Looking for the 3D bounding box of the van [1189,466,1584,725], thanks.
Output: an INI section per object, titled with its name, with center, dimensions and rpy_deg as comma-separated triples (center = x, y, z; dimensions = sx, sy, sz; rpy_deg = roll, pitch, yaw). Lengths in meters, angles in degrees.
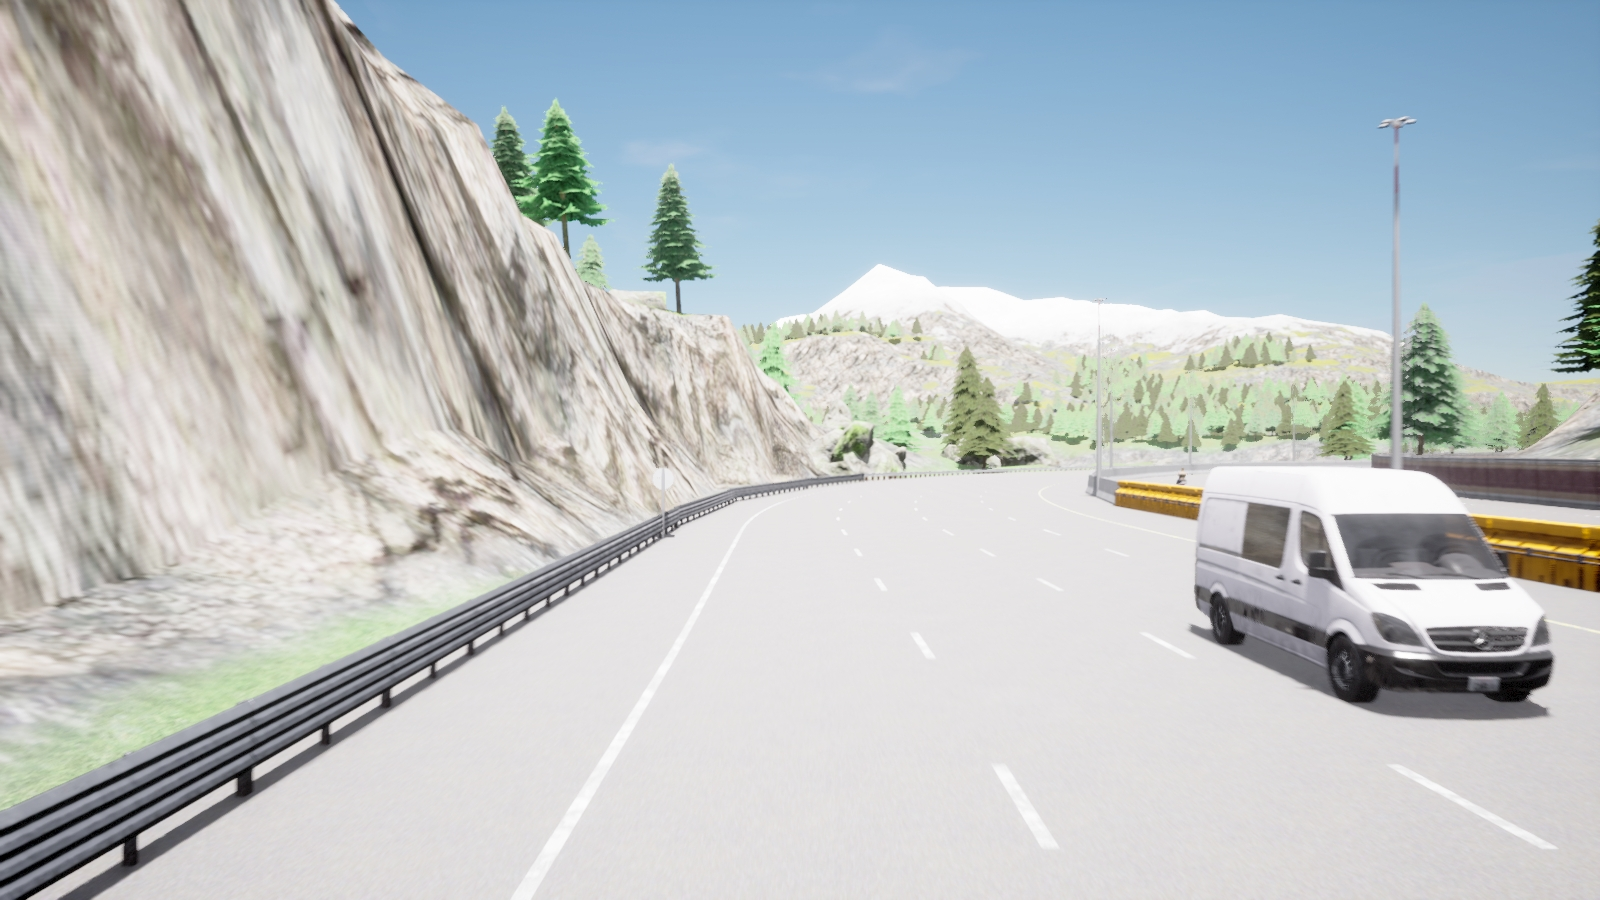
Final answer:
[van]
center = 6.996, 1.526, 14.625
dimensions = 1.988, 2.561, 5.915
rpy_deg = 0, 0, 0
